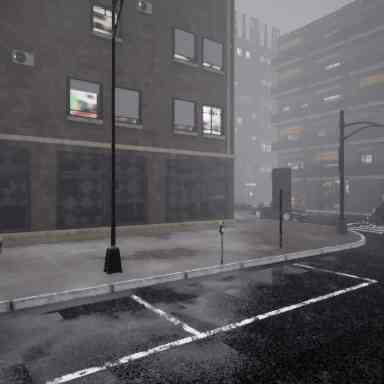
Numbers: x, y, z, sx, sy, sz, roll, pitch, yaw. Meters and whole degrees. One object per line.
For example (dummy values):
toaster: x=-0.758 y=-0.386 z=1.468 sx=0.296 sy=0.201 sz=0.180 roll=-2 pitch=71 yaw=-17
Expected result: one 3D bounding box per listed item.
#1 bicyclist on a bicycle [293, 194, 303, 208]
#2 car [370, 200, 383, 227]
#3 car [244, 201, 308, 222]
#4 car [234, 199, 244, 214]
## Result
bicyclist on a bicycle: x=11.563 y=1.011 z=36.223 sx=1.656 sy=1.620 sz=0.582 roll=0 pitch=1 yaw=-36
car: x=13.474 y=1.295 z=20.116 sx=4.553 sy=1.767 sz=2.097 roll=2 pitch=2 yaw=43
car: x=6.302 y=1.342 z=24.208 sx=2.008 sy=1.369 sz=4.403 roll=1 pitch=0 yaw=-36
car: x=4.115 y=1.293 z=31.608 sx=1.895 sy=1.301 sz=4.718 roll=0 pitch=1 yaw=-36
